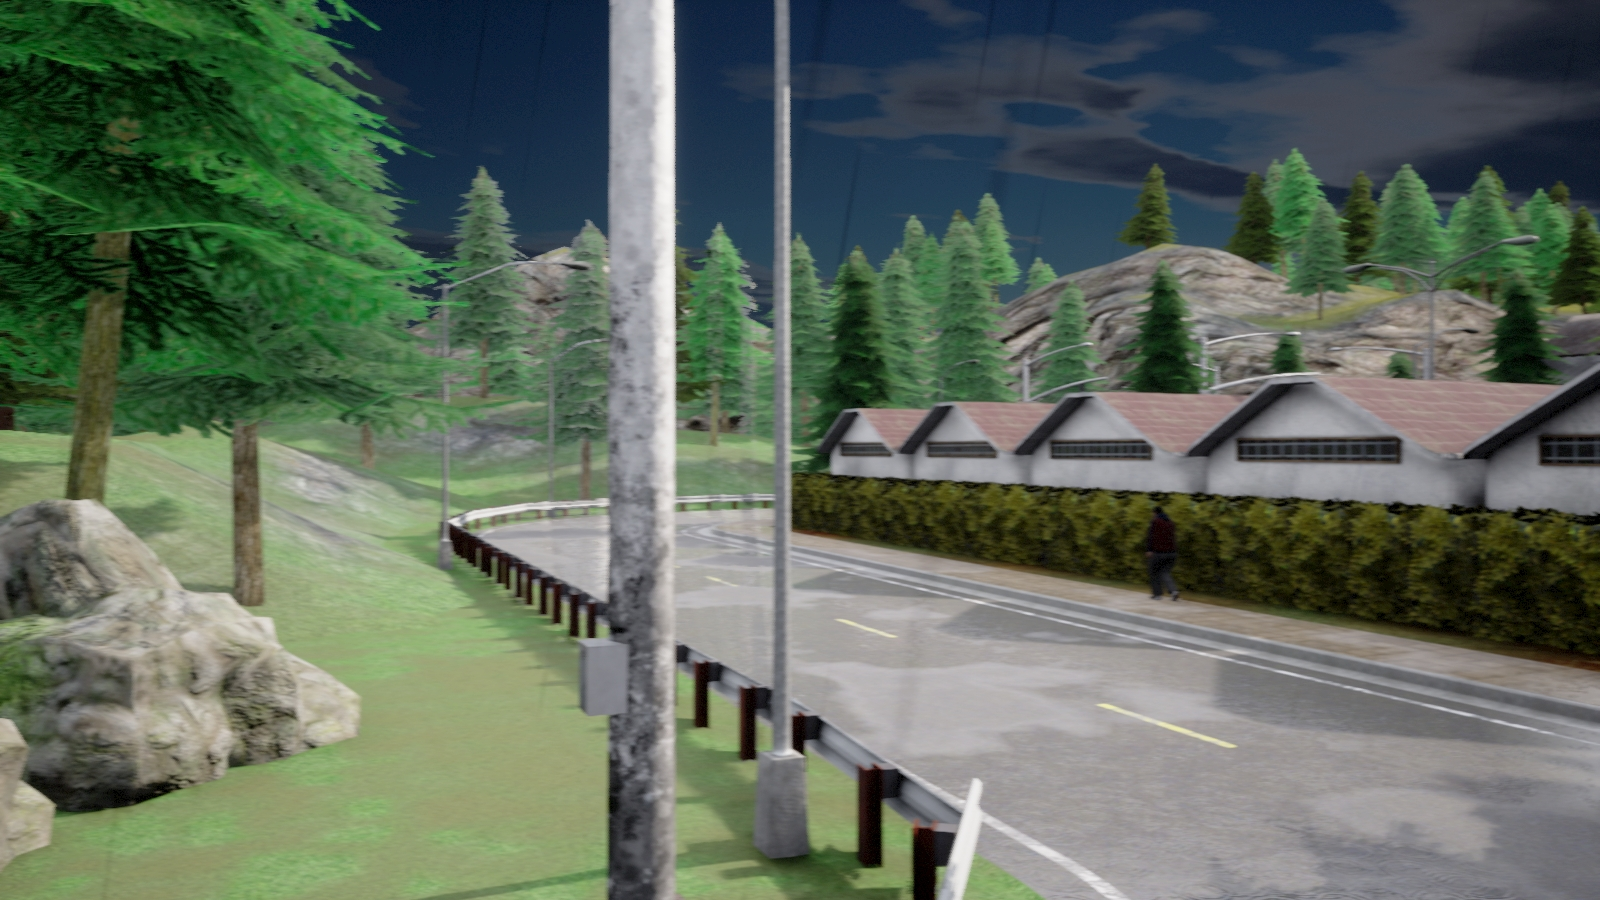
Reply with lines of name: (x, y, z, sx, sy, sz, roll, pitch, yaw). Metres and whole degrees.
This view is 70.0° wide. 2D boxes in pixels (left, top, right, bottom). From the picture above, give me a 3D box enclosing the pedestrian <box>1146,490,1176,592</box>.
pedestrian: (6.755, 1.687, 21.378, 0.375, 1.860, 0.375, 0, 0, -23)
